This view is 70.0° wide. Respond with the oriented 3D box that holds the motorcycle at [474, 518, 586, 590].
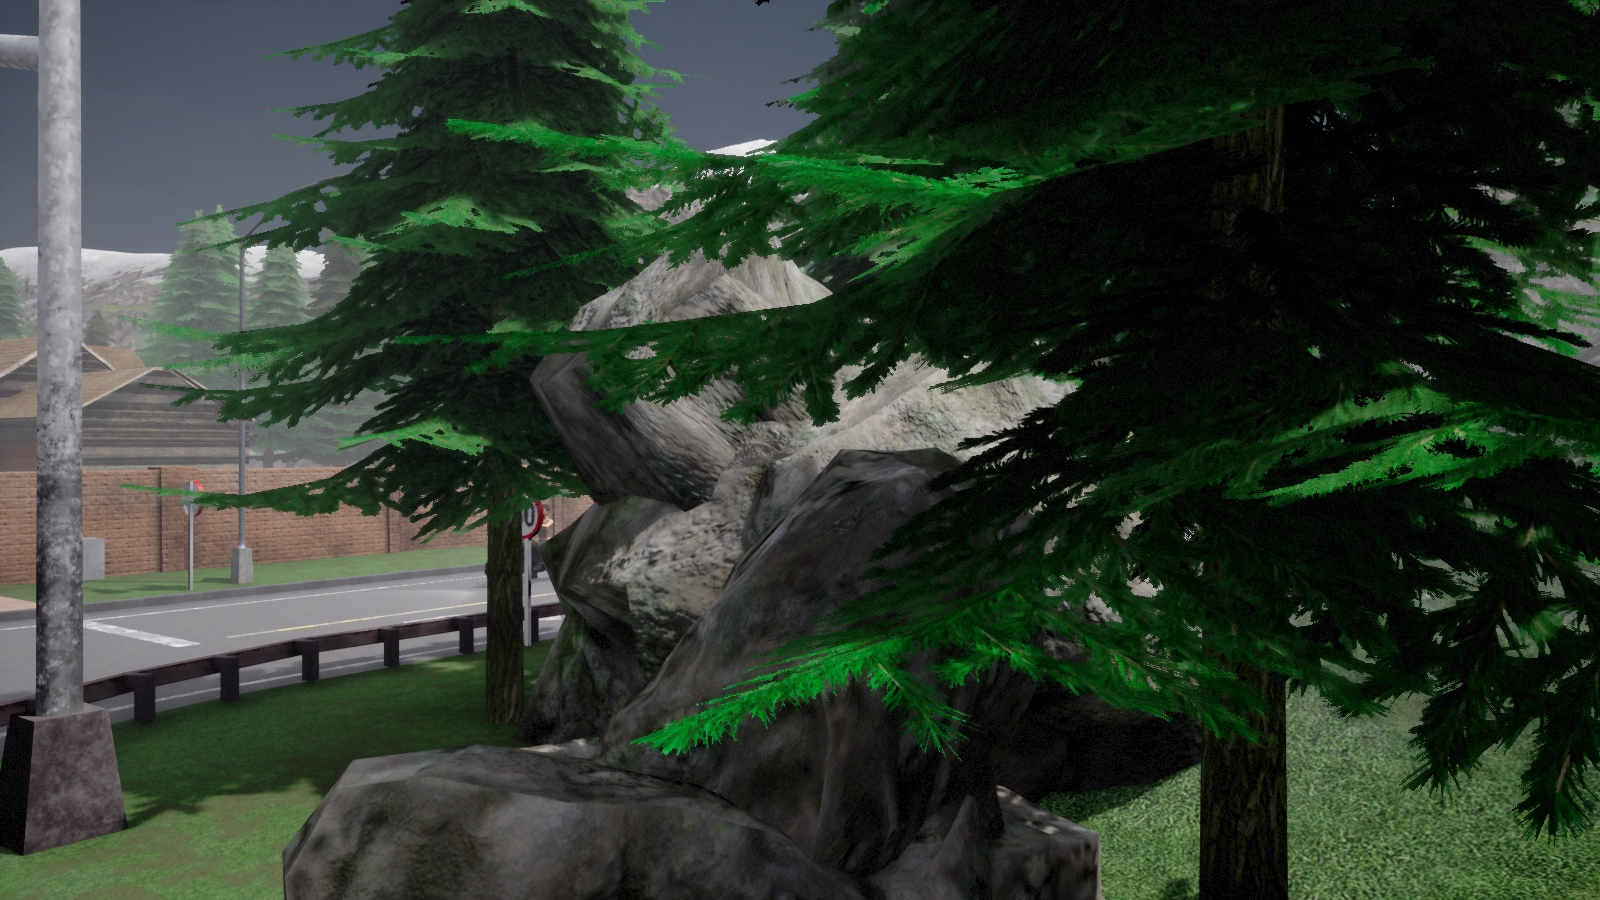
[{"bbox_3d":[-5.636,2.150,24.014,0.764,1.277,2.356,0,0,36],"label":"motorcycle"}]
